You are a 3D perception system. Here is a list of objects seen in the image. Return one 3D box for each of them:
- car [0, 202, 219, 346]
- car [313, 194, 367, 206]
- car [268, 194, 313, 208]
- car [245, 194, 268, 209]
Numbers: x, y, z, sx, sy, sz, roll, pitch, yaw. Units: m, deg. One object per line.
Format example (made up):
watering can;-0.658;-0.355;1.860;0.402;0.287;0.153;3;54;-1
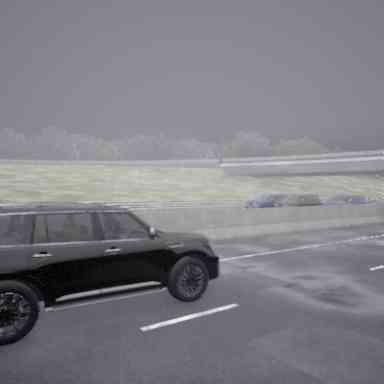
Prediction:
car;-2.053;1.218;6.572;5.566;2.045;2.150;0;0;-35
car;14.144;1.223;31.003;5.566;2.045;2.150;0;0;-35
car;10.433;1.220;32.677;5.566;2.045;2.150;0;0;-35
car;8.196;1.218;35.383;5.566;2.045;2.150;0;0;-35
